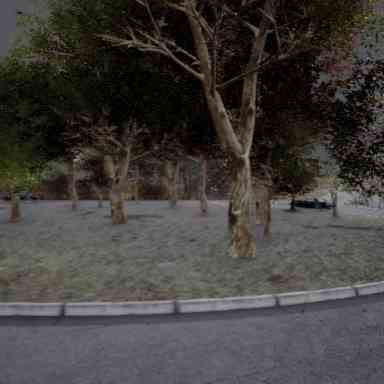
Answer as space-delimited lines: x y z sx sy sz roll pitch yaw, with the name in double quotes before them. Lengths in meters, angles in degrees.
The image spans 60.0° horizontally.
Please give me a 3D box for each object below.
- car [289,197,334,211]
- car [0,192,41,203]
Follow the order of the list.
"car" 12.521 1.213 34.866 1.895 1.301 4.718 0 1 -35
"car" -21.272 0.619 40.826 4.718 1.301 1.895 0 1 -11
